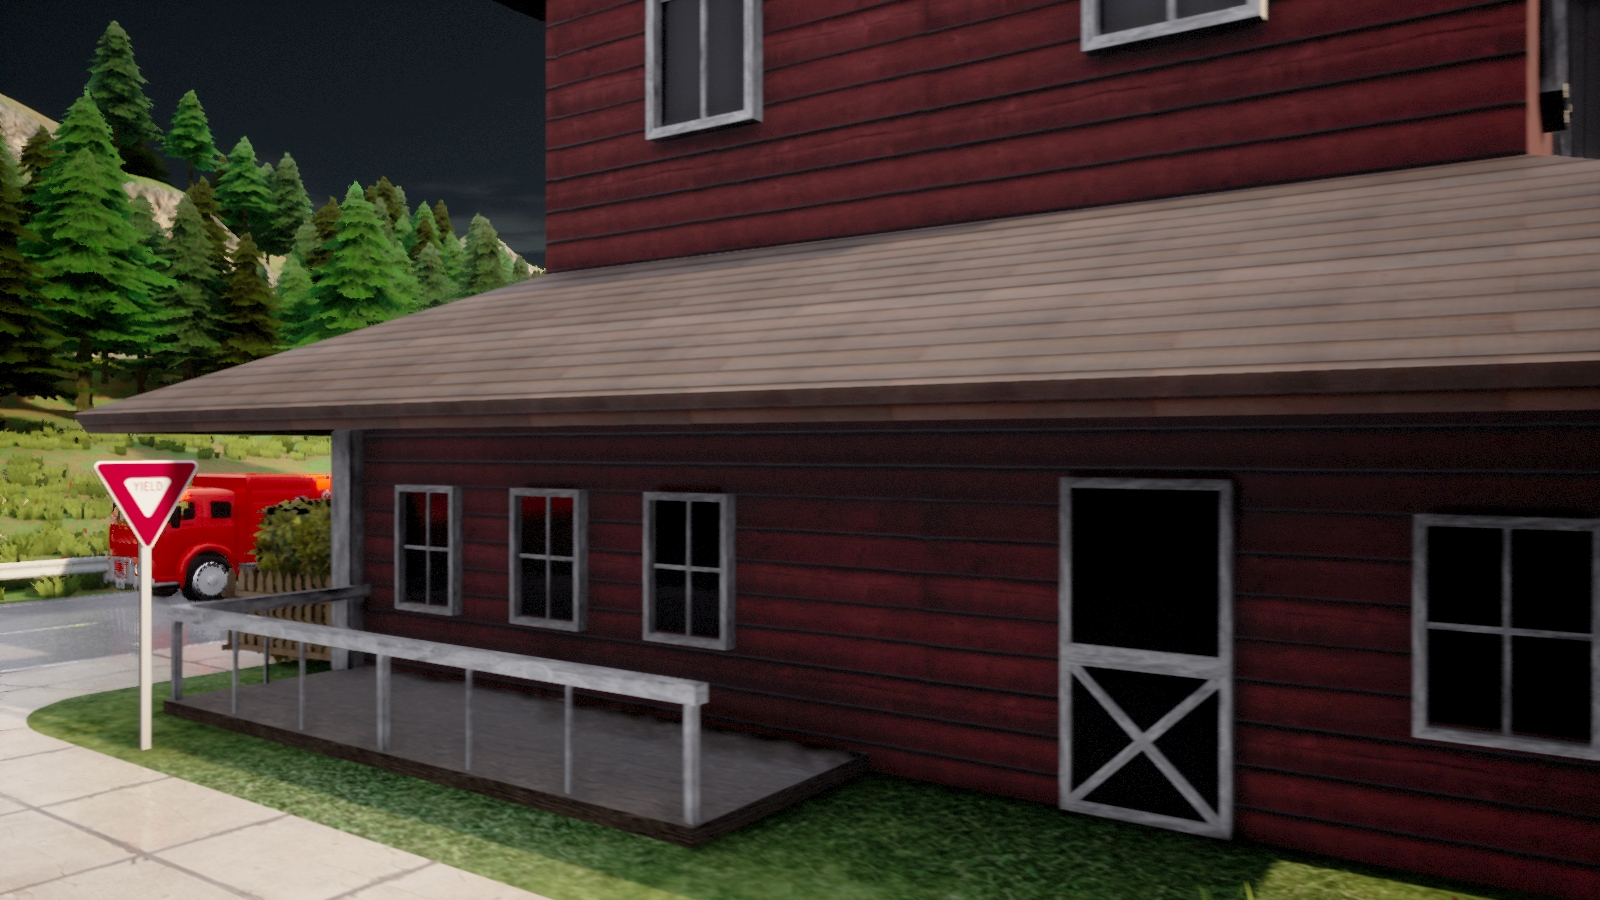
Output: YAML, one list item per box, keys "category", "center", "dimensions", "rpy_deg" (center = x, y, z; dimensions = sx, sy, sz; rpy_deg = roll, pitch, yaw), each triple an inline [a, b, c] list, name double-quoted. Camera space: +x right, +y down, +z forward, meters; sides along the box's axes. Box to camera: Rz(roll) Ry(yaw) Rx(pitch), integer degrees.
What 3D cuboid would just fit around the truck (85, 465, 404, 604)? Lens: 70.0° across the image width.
- category: "truck"
  center: [-11.177, 1.563, 23.387]
  dimensions: [2.627, 2.467, 5.204]
  rpy_deg: [0, -1, 35]
